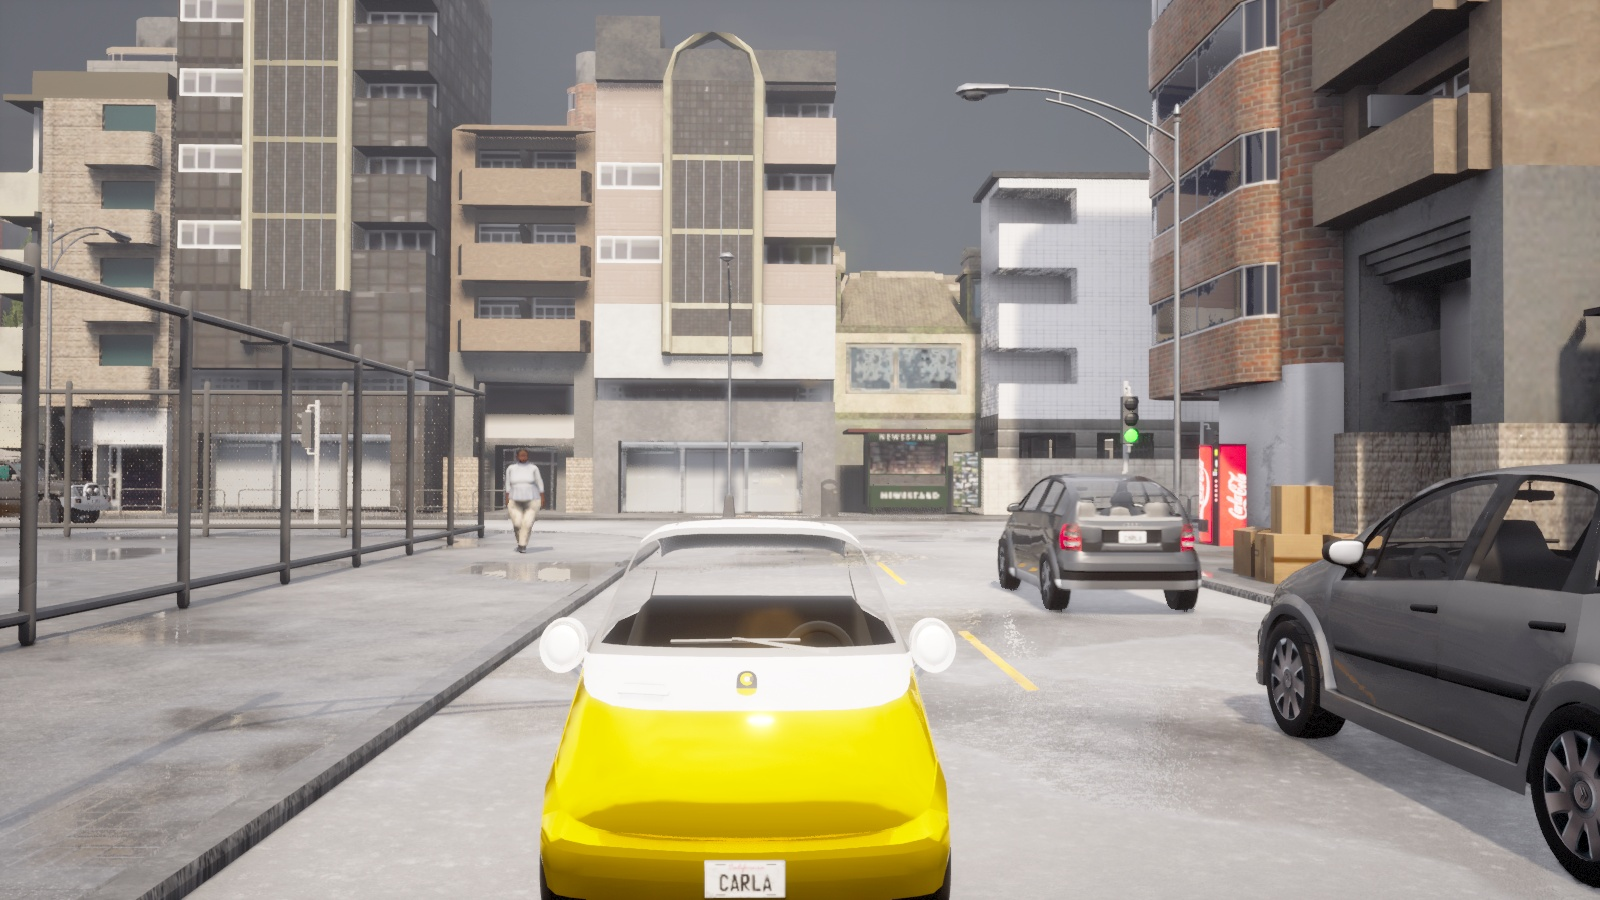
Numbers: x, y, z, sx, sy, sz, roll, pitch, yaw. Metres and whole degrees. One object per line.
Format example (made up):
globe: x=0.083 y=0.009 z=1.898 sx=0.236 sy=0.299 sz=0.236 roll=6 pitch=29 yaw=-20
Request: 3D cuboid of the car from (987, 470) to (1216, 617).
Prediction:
car: x=3.543 y=1.041 z=15.444 sx=1.789 sy=1.549 sz=3.705 roll=0 pitch=-1 yaw=-2

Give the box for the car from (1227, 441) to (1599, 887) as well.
car: x=3.775 y=0.802 z=6.218 sx=1.851 sy=1.617 sz=3.988 roll=0 pitch=-1 yaw=-2

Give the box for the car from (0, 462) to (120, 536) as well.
car: x=-20.481 y=1.259 z=32.573 sx=4.605 sy=1.855 sz=1.932 roll=0 pitch=-1 yaw=-1

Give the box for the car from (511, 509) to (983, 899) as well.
car: x=-0.190 y=0.955 z=5.061 sx=1.481 sy=1.376 sz=2.207 roll=0 pitch=-1 yaw=-1

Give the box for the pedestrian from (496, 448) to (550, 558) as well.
pedestrian: x=-4.795 y=0.908 z=21.776 sx=0.874 sy=1.855 sz=0.900 roll=0 pitch=-1 yaw=-10
